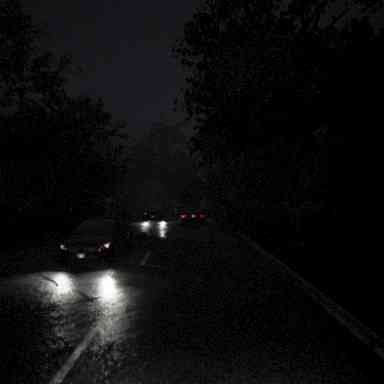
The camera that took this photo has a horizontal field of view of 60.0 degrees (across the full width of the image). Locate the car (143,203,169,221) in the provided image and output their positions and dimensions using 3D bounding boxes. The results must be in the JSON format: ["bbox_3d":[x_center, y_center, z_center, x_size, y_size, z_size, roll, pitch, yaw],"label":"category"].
[{"bbox_3d":[-3.343,1.832,30.470,1.812,1.442,4.674,0,-1,-1],"label":"car"}]

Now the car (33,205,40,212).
[{"bbox_3d":[-18.191,2.070,44.926,4.892,1.490,1.837,0,-2,-2],"label":"car"}]

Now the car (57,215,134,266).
[{"bbox_3d":[-3.368,1.635,12.417,1.812,1.442,4.674,-1,1,0],"label":"car"}]

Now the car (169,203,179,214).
[{"bbox_3d":[-2.628,2.043,41.883,2.033,1.411,5.357,1,-2,-31],"label":"car"}]

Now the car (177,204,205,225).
[{"bbox_3d":[0.088,1.795,26.159,2.033,1.411,5.357,0,-1,-1],"label":"car"}]
